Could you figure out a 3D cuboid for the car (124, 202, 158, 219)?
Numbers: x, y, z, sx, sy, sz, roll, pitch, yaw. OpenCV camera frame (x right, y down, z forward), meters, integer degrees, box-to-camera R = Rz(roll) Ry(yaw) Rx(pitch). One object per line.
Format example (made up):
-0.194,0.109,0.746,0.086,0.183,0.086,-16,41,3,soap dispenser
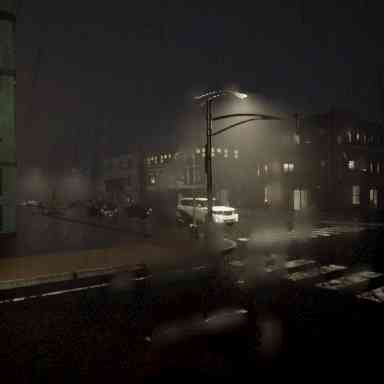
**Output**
-4.995,1.886,33.112,2.033,1.411,5.357,-1,0,-36,car

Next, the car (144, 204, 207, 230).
-1.262,1.815,23.215,1.947,1.339,4.313,-2,0,-36,car

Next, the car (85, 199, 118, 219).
-9.237,1.847,34.574,1.967,1.590,4.097,-1,0,-36,car

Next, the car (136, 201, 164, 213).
-5.636,1.966,43.952,1.802,1.307,4.206,-2,0,-36,car

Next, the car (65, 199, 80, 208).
-21.453,2.230,61.637,1.994,1.385,4.181,-1,0,-36,car

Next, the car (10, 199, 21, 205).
-44.644,2.598,84.104,1.887,1.381,4.507,-1,0,-36,car

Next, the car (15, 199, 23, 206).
-38.208,2.380,75.099,1.967,1.590,4.097,-1,0,-36,car

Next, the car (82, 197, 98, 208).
-15.393,2.032,53.157,1.882,1.535,5.008,-1,0,-35,car

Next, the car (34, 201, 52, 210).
-25.231,2.233,56.950,1.752,1.417,4.829,-1,0,-36,car

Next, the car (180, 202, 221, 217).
0.801,1.810,34.947,2.008,1.369,4.403,-2,0,-36,car

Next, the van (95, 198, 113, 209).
-15.299,1.907,57.460,1.690,1.788,3.998,-1,0,-36,van

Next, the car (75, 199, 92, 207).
-21.733,2.228,66.466,1.887,1.381,4.507,-1,0,-36,car

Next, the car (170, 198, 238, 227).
0.956,1.443,24.784,2.150,2.045,5.566,-1,0,-35,car

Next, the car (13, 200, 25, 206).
-41.425,2.547,79.603,2.008,1.369,4.403,-1,0,-36,car

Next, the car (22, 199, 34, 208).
-31.768,2.376,66.094,2.008,1.369,4.403,-1,0,-36,car

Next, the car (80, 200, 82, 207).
-18.519,1.940,61.963,2.192,1.841,5.009,-1,0,-36,car
